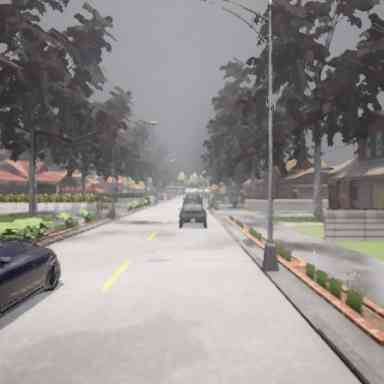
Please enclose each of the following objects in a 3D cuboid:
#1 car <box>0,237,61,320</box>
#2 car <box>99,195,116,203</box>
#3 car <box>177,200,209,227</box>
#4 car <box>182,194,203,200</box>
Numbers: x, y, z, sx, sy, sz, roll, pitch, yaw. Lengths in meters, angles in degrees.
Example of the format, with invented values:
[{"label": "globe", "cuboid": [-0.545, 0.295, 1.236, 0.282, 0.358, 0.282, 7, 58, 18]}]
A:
[{"label": "car", "cuboid": [-4.089, 1.565, 6.185, 1.994, 1.385, 4.181, 0, 0, 0]}, {"label": "car", "cuboid": [-16.649, 1.336, 60.315, 5.357, 1.415, 2.033, 0, 0, 0]}, {"label": "car", "cuboid": [0.080, 1.509, 22.773, 1.837, 1.490, 4.892, 0, 0, 0]}, {"label": "car", "cuboid": [0.083, 1.231, 38.816, 2.150, 2.045, 5.566, 0, 0, 0]}]
